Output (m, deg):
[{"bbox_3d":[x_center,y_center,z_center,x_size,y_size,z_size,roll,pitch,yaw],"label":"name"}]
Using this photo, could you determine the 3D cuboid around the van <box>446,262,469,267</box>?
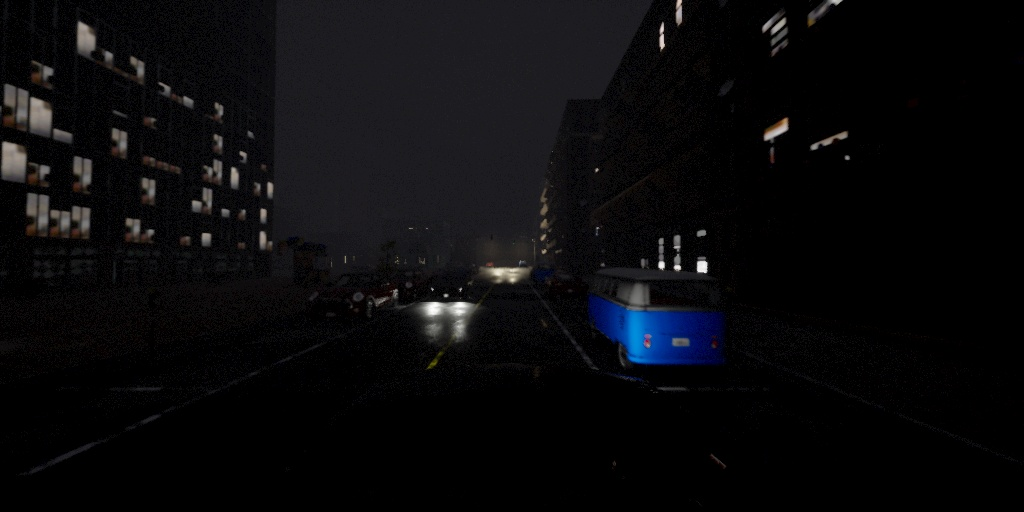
[{"bbox_3d":[-5.666,1.489,35.765,1.690,1.789,3.998,0,0,0],"label":"van"}]

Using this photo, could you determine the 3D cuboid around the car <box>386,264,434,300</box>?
[{"bbox_3d":[-5.661,1.394,18.829,1.967,1.591,4.097,0,0,0],"label":"car"}]

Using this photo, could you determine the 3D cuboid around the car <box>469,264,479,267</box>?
[{"bbox_3d":[-5.670,1.713,47.056,1.967,1.591,4.097,0,0,0],"label":"car"}]

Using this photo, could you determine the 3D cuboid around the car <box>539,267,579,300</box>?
[{"bbox_3d":[2.687,1.500,18.864,1.888,1.381,4.507,0,0,0],"label":"car"}]

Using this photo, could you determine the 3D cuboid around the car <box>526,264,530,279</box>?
[{"bbox_3d":[2.682,1.715,35.801,1.948,1.339,4.313,0,0,0],"label":"car"}]

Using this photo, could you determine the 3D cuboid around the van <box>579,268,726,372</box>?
[{"bbox_3d":[2.691,1.162,7.570,1.690,1.789,3.998,0,0,0],"label":"van"}]

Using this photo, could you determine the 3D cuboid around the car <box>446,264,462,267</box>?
[{"bbox_3d":[-5.664,1.630,30.119,1.888,1.381,4.507,0,0,0],"label":"car"}]

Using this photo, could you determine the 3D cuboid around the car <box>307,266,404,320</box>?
[{"bbox_3d":[-5.665,1.328,13.183,1.967,1.591,4.097,0,0,0],"label":"car"}]

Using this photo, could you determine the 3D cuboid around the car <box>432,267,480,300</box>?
[{"bbox_3d":[-3.105,1.510,19.551,2.033,1.411,5.357,0,-1,0],"label":"car"}]

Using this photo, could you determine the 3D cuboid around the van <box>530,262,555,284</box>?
[{"bbox_3d":[2.684,1.426,30.155,1.690,1.789,3.998,0,0,0],"label":"van"}]
